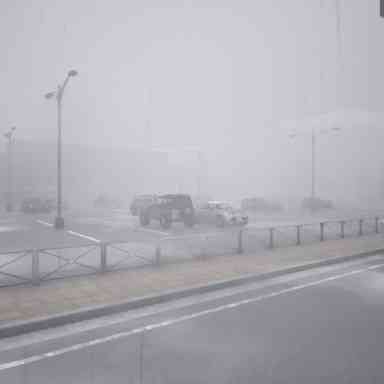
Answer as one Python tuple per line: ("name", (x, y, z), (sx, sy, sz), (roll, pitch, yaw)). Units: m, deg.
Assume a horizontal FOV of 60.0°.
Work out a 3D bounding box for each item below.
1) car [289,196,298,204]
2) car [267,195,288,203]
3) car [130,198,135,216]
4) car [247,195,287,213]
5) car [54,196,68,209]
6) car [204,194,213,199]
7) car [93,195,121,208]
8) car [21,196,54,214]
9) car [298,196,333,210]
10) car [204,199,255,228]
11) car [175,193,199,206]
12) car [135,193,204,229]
("car", (18.361, 1.384, 56.114), (1.970, 1.475, 3.806), (0, 0, -36))
("car", (16.385, 1.373, 63.863), (1.845, 1.501, 3.633), (0, 0, -36))
("car", (-3.395, 1.097, 27.517), (1.932, 1.855, 4.605), (0, 0, -36))
("car", (7.080, 1.298, 34.296), (2.007, 1.523, 4.514), (0, 0, -36))
("car", (-16.113, 1.232, 39.351), (1.970, 1.475, 3.806), (0, 0, -36))
("car", (1.305, 1.097, 53.002), (1.932, 1.855, 4.605), (0, 0, -36))
("car", (-11.124, 1.154, 43.401), (2.152, 1.636, 5.027), (0, 0, -36))
("car", (-14.907, 1.298, 31.499), (2.007, 1.523, 4.514), (0, 0, -36))
("car", (15.170, 1.319, 40.162), (1.845, 1.501, 3.633), (0, 0, -36))
("car", (1.642, 1.361, 20.695), (1.970, 1.475, 3.806), (0, 0, -36))
("car", (-0.797, 1.077, 50.954), (1.905, 1.878, 3.866), (0, 0, -36))
("car", (-1.402, 1.077, 19.226), (1.905, 1.878, 3.866), (0, 0, -36))
